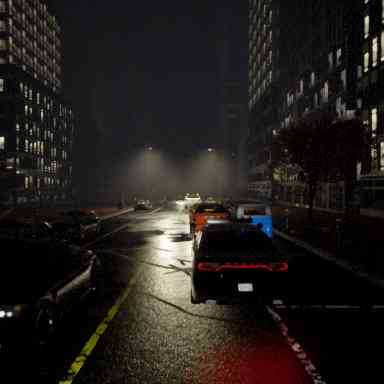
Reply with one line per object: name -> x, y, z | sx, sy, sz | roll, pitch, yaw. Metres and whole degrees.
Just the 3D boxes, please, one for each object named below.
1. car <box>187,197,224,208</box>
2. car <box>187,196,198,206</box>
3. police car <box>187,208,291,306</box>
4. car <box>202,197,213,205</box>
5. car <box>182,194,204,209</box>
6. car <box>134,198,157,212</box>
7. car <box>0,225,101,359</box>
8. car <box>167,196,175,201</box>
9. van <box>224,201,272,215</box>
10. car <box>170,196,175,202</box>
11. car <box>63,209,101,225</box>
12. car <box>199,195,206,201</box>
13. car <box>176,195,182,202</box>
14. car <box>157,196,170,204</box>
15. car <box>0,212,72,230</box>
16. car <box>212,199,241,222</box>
car -> 0.925, 1.355, 18.126 | 2.097, 1.767, 4.553 | 0, 0, 0
car -> 0.118, 1.507, 58.192 | 1.882, 1.535, 5.008 | 0, 0, 0
police car -> 0.916, 1.426, 8.263 | 1.930, 1.638, 5.238 | 0, 0, 0
car -> 2.801, 1.599, 61.024 | 1.947, 1.339, 4.313 | -1, 0, 0
car -> 0.117, 1.240, 45.582 | 2.150, 2.045, 5.566 | 0, 0, 0
car -> -5.625, 1.564, 38.541 | 2.008, 1.369, 4.403 | -1, 0, 0
car -> -3.088, 1.564, 6.012 | 1.994, 1.385, 4.181 | 0, 0, 0
car -> -5.523, 1.650, 89.165 | 1.802, 1.307, 4.206 | -1, 0, 0
van -> 2.706, 1.343, 16.025 | 1.690, 1.788, 3.998 | -1, 0, 0
car -> -5.546, 1.597, 77.916 | 1.887, 1.381, 4.507 | -1, 0, 0
car -> -5.670, 1.553, 16.041 | 2.008, 1.369, 4.403 | -1, 0, 0
car -> 2.857, 1.594, 89.318 | 1.752, 1.417, 4.829 | -1, 0, 0
car -> -2.839, 1.546, 79.716 | 2.128, 1.511, 4.902 | 0, 0, 0
car -> -5.582, 1.473, 61.041 | 1.967, 1.590, 4.097 | -1, 0, 0
car -> -5.681, 1.552, 10.417 | 2.008, 1.369, 4.403 | -1, 0, 0
car -> 2.730, 1.447, 27.274 | 1.967, 1.590, 4.097 | -1, 0, 0
